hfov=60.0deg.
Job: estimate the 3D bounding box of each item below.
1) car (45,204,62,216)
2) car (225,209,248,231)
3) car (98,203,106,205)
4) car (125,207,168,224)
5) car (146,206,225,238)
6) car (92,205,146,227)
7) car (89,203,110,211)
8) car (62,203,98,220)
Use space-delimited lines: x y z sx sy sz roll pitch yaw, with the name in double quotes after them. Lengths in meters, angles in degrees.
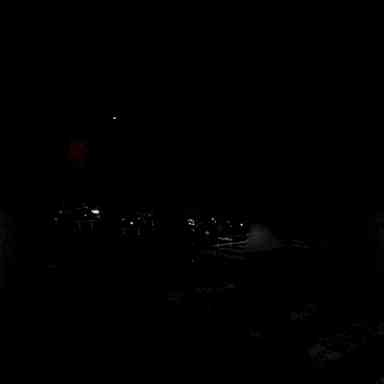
-17.763 2.331 43.323 2.128 1.511 4.902 0 -1 -36 "car"
1.591 1.801 22.261 1.837 1.490 4.892 0 -1 -36 "car"
-10.467 2.230 38.786 2.033 1.411 5.357 0 -1 -36 "car"
-4.242 2.082 30.250 1.895 1.301 4.718 0 -1 -36 "car"
-0.510 1.636 19.625 2.097 1.767 4.553 0 -1 -36 "car"
-6.091 2.009 27.277 2.033 1.411 5.357 0 -1 -35 "car"
-16.141 2.631 57.903 1.895 1.301 4.718 0 -1 -36 "car"
-11.931 2.214 35.286 1.994 1.385 4.181 0 -1 -36 "car"
